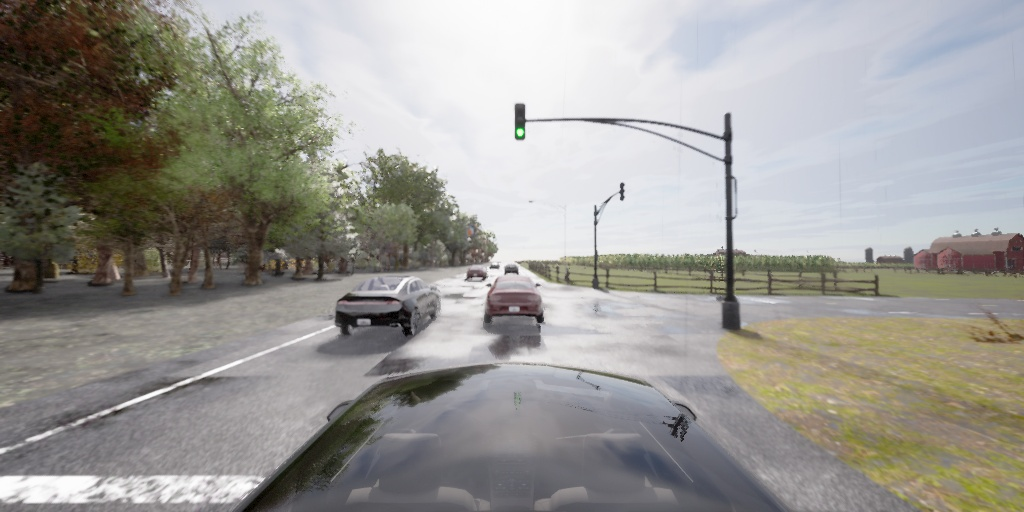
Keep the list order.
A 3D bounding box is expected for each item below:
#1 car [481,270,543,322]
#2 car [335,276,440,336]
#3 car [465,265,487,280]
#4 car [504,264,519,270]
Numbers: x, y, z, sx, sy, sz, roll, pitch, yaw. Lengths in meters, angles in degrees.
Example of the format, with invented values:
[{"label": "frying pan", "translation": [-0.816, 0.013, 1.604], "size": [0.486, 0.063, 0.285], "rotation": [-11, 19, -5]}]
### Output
[{"label": "car", "translation": [0.058, 1.401, 12.725], "size": [1.812, 1.442, 4.674], "rotation": [0, 0, 0]}, {"label": "car", "translation": [-3.436, 1.341, 10.741], "size": [2.128, 1.511, 4.902], "rotation": [0, -1, 0]}, {"label": "car", "translation": [-3.524, 1.665, 36.572], "size": [1.812, 1.442, 4.674], "rotation": [0, -1, 0]}, {"label": "car", "translation": [-0.064, 1.780, 48.286], "size": [1.837, 1.490, 4.892], "rotation": [0, 0, 0]}]
